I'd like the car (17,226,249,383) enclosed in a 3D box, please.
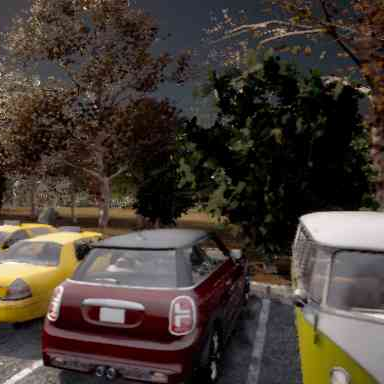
[{"bbox_3d":[-0.278,1.395,5.666,2.185,1.767,4.553,-1,-1,16],"label":"car"}]

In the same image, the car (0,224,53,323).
[{"bbox_3d":[-2.609,1.554,7.617,1.946,1.575,5.366,-1,-1,16],"label":"car"}]

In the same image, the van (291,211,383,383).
[{"bbox_3d":[2.108,1.262,3.859,1.878,1.987,4.442,0,-1,16],"label":"van"}]

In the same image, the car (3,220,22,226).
[{"bbox_3d":[-5.093,1.580,9.017,1.946,1.575,5.366,0,-1,17],"label":"car"}]
